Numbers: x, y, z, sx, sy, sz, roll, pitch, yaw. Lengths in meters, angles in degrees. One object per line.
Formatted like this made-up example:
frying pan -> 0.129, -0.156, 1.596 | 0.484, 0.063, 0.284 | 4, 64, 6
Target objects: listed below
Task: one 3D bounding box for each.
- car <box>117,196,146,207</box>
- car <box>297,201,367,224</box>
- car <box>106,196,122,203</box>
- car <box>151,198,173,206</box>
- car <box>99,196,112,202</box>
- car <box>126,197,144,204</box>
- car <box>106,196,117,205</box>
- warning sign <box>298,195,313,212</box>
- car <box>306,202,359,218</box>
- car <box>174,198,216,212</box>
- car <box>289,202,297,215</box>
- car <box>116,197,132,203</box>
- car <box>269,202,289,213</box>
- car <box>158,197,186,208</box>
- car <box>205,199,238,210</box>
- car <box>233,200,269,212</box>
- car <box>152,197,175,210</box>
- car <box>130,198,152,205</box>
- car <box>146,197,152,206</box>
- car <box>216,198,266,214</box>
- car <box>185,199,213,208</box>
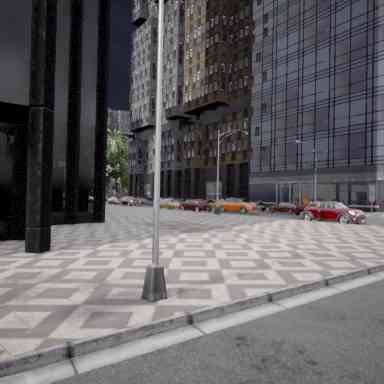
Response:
car -> -9.173, 1.390, 50.004 | 1.967, 1.590, 4.097 | 2, -1, -35
car -> 9.900, 1.371, 23.203 | 1.967, 1.590, 4.097 | 2, -1, -36
car -> -18.232, 1.701, 77.429 | 1.752, 1.417, 4.829 | 2, -1, -35
car -> -5.409, 1.727, 59.408 | 2.008, 1.369, 4.403 | 2, -1, -35
car -> -21.316, 1.757, 81.760 | 1.802, 1.307, 4.206 | 2, -1, -35
car -> -11.772, 1.742, 68.349 | 1.947, 1.339, 4.313 | 2, -1, -35
car -> -12.358, 1.533, 54.473 | 1.802, 1.307, 4.206 | 2, -1, -35
warning sign -> 12.855, 1.339, 37.739 | 1.300, 1.860, 1.060 | 2, -1, -35
car -> 13.678, 1.726, 32.585 | 1.947, 1.339, 4.313 | 2, -1, -35
car -> 0.370, 1.486, 36.589 | 1.887, 1.381, 4.507 | 2, -1, -35
car -> 10.698, 1.481, 26.672 | 1.882, 1.535, 5.008 | 2, -1, -36
car -> -14.953, 1.742, 72.819 | 1.947, 1.339, 4.313 | 2, -1, -35
car -> 10.497, 1.745, 37.055 | 1.802, 1.307, 4.206 | 2, -1, -35
car -> -3.210, 1.594, 51.630 | 2.128, 1.511, 4.902 | 2, -1, -35
car -> 4.037, 1.695, 46.136 | 1.752, 1.417, 4.829 | 2, -1, -35
car -> 7.316, 1.732, 41.526 | 1.947, 1.339, 4.313 | 2, -1, -35
car -> -2.713, 1.470, 40.922 | 1.752, 1.417, 4.829 | 2, -1, -35
car -> -9.296, 1.705, 60.105 | 1.895, 1.301, 4.718 | 2, -1, -35
car -> -7.277, 1.530, 52.057 | 1.837, 1.490, 4.892 | 2, -2, -35
car -> 5.070, 1.365, 34.585 | 2.097, 1.767, 4.553 | 2, -2, -35
car -> 0.954, 1.724, 50.467 | 2.008, 1.369, 4.403 | 2, -1, -35
